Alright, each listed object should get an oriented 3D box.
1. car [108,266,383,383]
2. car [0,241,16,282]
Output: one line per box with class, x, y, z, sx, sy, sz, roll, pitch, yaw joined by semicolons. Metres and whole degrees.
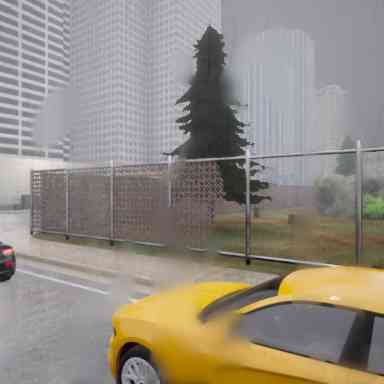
car;1.348;1.478;3.062;5.008;1.535;1.882;0;0;35
car;-6.258;1.525;8.424;4.674;1.442;1.812;0;0;35
